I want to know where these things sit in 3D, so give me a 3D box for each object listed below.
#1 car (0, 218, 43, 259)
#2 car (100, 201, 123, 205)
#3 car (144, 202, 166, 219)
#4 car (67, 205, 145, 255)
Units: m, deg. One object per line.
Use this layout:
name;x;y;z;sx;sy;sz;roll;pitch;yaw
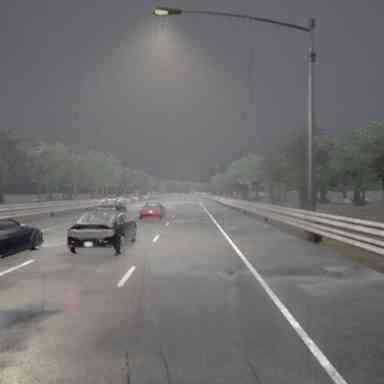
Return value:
car;-6.901;1.574;11.514;1.994;1.385;4.181;0;0;0
car;-6.892;1.522;28.828;2.128;1.511;4.902;0;0;0
car;-3.392;1.595;29.359;1.994;1.385;4.181;0;0;0
car;-3.398;1.502;13.361;2.128;1.511;4.902;0;0;0
